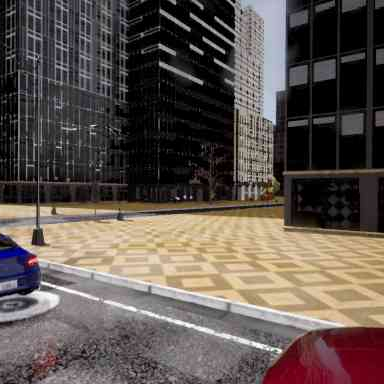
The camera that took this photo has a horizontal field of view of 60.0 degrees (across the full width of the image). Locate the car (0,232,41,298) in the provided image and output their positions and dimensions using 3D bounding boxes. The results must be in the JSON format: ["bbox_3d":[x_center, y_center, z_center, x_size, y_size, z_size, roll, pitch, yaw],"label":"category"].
[{"bbox_3d":[-5.179,1.523,7.384,4.674,1.442,1.812,0,0,36],"label":"car"}]

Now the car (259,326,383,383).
[{"bbox_3d":[2.419,1.564,1.950,4.181,1.385,1.994,0,0,35],"label":"car"}]
